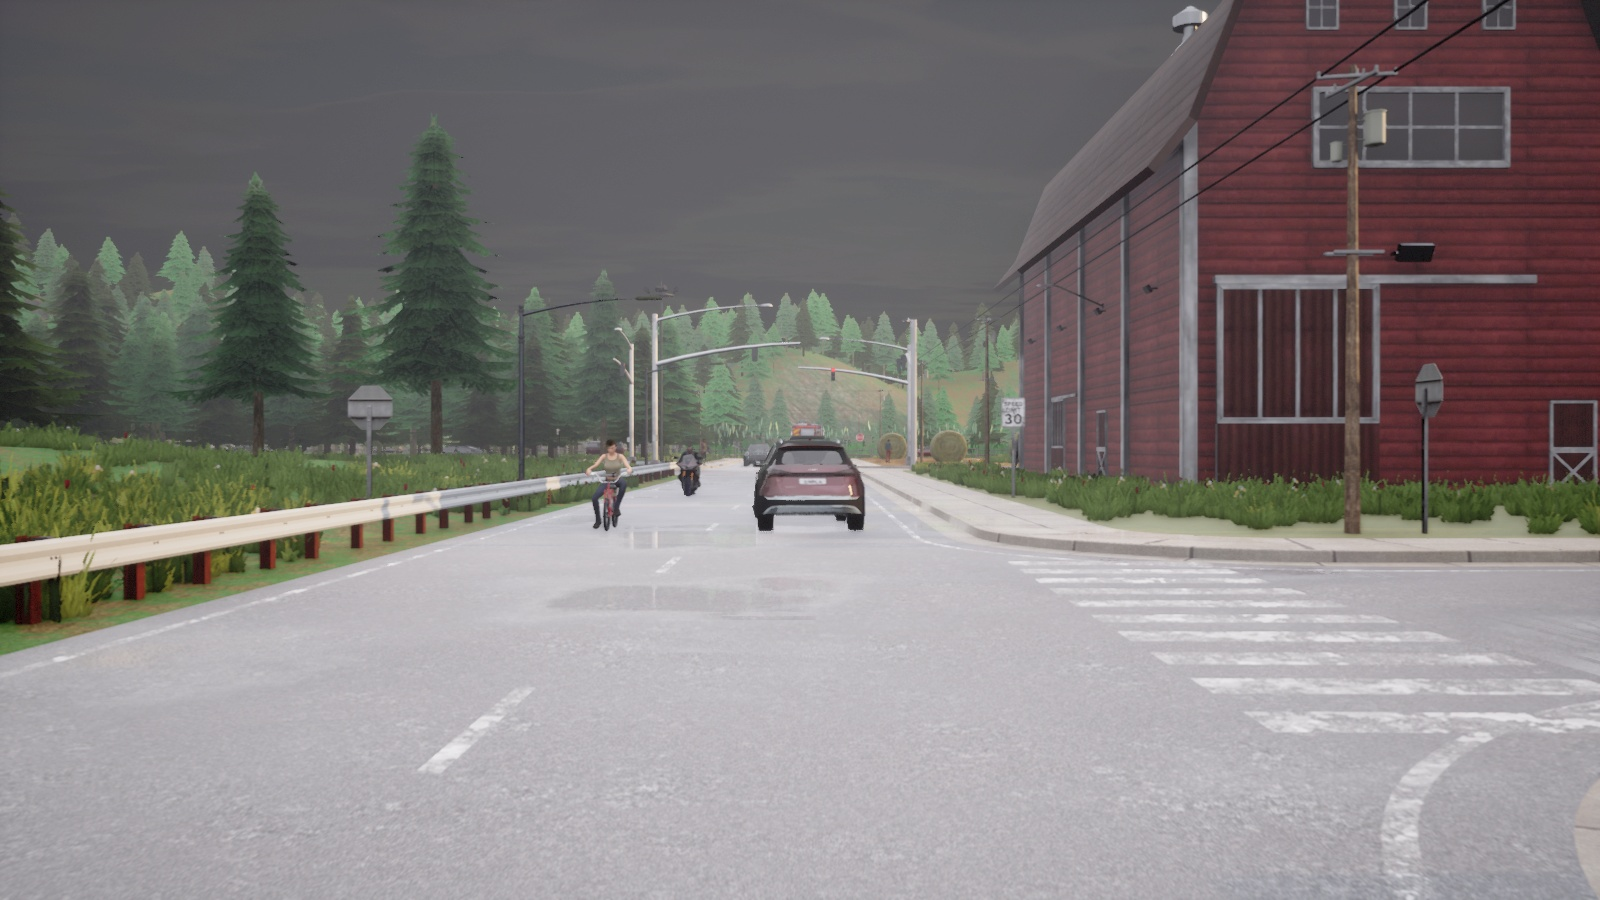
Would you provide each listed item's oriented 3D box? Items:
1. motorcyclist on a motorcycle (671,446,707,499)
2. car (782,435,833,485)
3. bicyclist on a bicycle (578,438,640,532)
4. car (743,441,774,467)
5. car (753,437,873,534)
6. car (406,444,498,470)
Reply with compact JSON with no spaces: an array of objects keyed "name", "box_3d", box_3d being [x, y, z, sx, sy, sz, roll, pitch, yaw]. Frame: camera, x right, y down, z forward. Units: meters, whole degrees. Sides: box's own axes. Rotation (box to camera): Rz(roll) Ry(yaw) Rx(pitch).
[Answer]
[{"name":"motorcyclist on a motorcycle","box_3d":[-3.267,0.644,37.146,0.866,1.530,2.191,0,0,0]},{"name":"car","box_3d":[0.303,0.364,49.115,1.905,1.878,3.866,0,0,0]},{"name":"bicyclist on a bicycle","box_3d":[-3.361,0.599,22.256,0.866,1.612,1.509,0,0,0]},{"name":"car","box_3d":[-2.956,0.273,90.387,2.097,1.767,4.553,0,0,0]},{"name":"car","box_3d":[0.123,0.590,23.714,2.033,1.649,4.856,0,0,-2]},{"name":"car","box_3d":[-20.936,0.405,75.626,5.008,1.535,1.882,0,0,-1]}]
